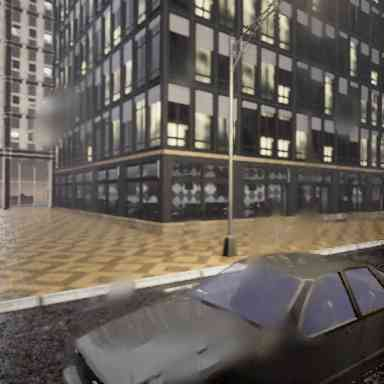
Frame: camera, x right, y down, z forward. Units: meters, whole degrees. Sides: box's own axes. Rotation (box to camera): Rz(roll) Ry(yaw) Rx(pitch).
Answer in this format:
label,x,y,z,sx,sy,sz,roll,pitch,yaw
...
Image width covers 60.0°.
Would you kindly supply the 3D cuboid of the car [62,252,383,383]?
label,x,y,z,sx,sy,sz,roll,pitch,yaw
car,1.291,1.569,4.302,5.357,1.411,2.033,0,0,-36
